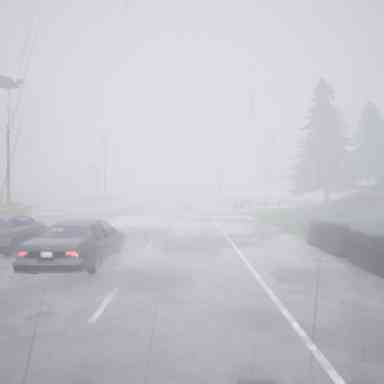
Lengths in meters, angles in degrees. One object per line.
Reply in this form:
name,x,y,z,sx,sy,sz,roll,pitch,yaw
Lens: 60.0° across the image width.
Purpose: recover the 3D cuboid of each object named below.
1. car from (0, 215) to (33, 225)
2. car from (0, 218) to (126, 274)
car,-6.961,1.552,12.774,1.994,1.385,4.181,0,0,0
car,-3.479,1.543,10.507,2.033,1.411,5.357,0,0,0
